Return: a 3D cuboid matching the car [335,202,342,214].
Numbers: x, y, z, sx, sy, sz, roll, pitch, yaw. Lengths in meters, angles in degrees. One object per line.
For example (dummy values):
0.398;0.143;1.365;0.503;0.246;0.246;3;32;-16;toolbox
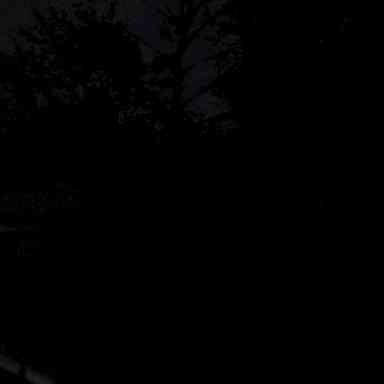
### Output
12.968;1.450;31.969;5.008;1.535;1.882;0;0;-45;car
